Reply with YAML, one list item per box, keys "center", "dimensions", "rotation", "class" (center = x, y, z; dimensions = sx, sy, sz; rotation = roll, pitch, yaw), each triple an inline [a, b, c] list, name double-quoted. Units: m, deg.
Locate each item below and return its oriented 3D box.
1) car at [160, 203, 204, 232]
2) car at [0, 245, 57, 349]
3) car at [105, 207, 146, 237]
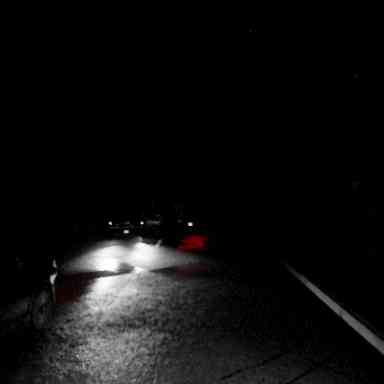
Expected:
- center: [-0.677, 1.396, 19.645]
  dimensions: [1.837, 1.490, 4.892]
  rotation: [2, 0, -14]
  class: "car"
- center: [-3.304, 1.468, 3.928]
  dimensions: [2.128, 1.511, 4.902]
  rotation: [0, 0, 1]
  class: "car"
- center: [-3.575, 1.477, 17.382]
  dimensions: [1.895, 1.301, 4.718]
  rotation: [0, 1, -15]
  class: "car"
